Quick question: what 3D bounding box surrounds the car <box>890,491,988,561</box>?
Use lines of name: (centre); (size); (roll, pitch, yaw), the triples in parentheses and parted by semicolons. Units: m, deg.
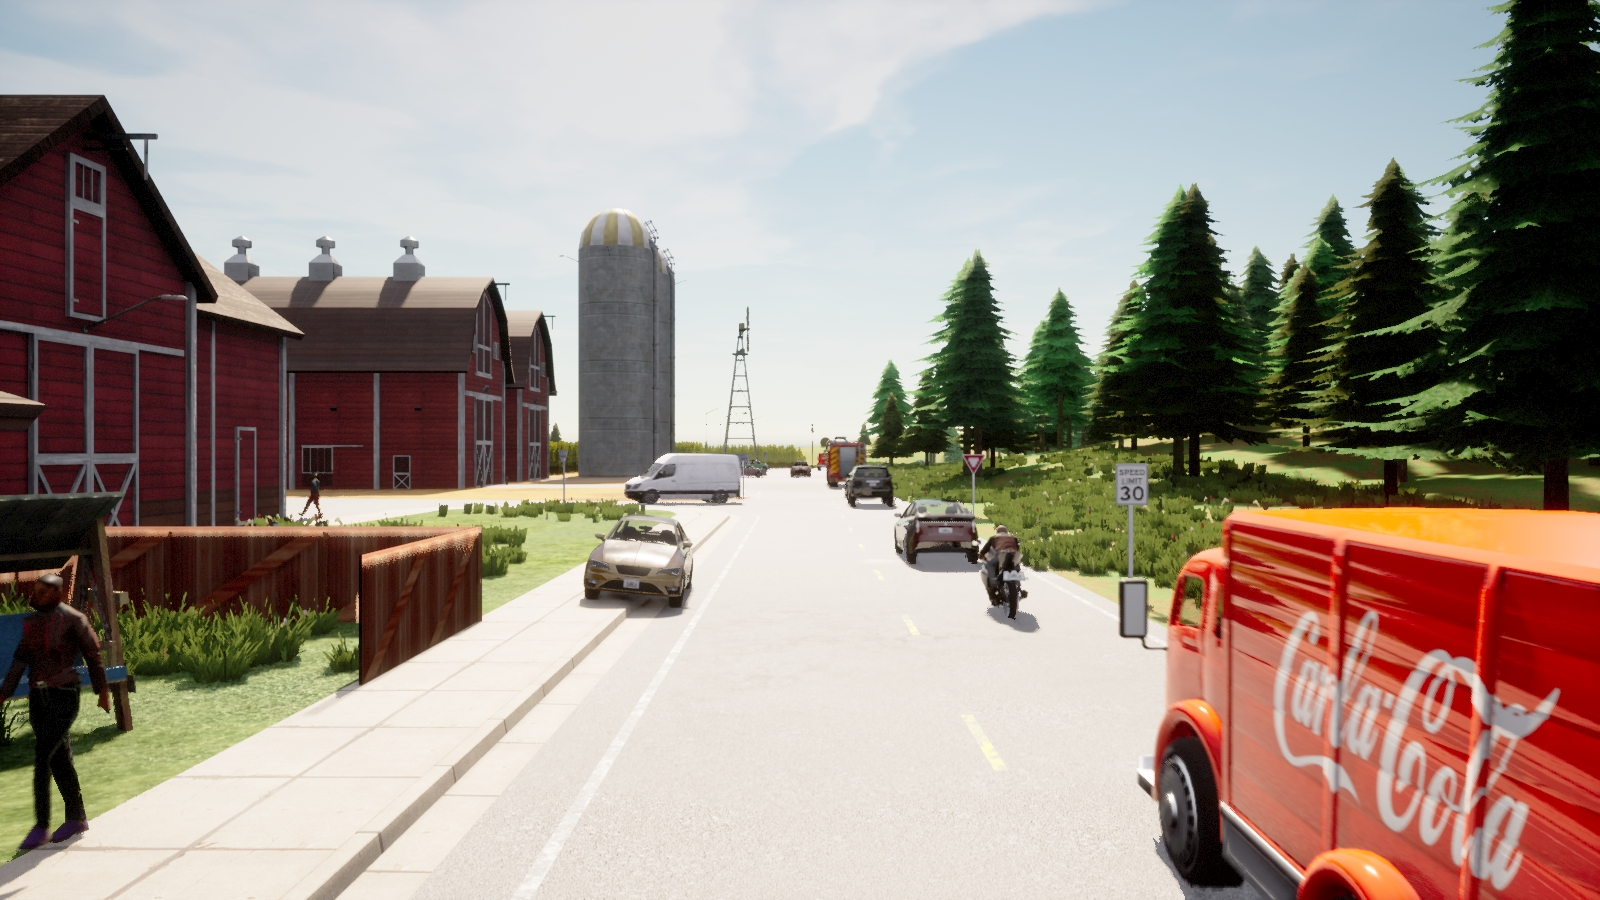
car: (3.529, 1.900, 29.773); (2.007, 1.525, 4.514); (0, 0, 0)

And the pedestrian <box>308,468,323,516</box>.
pedestrian: (-18.895, 1.617, 44.568); (0.375, 1.860, 0.375); (0, 0, 6)

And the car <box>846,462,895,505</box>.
car: (3.554, 1.638, 58.309); (2.150, 2.045, 5.566); (0, 0, 0)

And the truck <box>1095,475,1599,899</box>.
truck: (3.522, 1.429, 5.950); (2.627, 2.467, 5.204); (0, 0, 0)

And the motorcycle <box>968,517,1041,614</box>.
motorcycle: (3.520, 1.961, 19.865); (0.867, 1.460, 2.209); (0, 0, 0)

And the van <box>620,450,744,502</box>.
van: (-6.027, 1.327, 58.438); (5.915, 2.561, 1.988); (1, 1, -24)

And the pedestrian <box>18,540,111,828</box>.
pedestrian: (-4.960, 1.555, 7.717); (0.375, 1.860, 0.375); (0, 0, 9)

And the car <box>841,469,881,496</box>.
car: (3.596, 1.908, 68.189); (2.128, 1.511, 4.902); (0, 0, 0)
